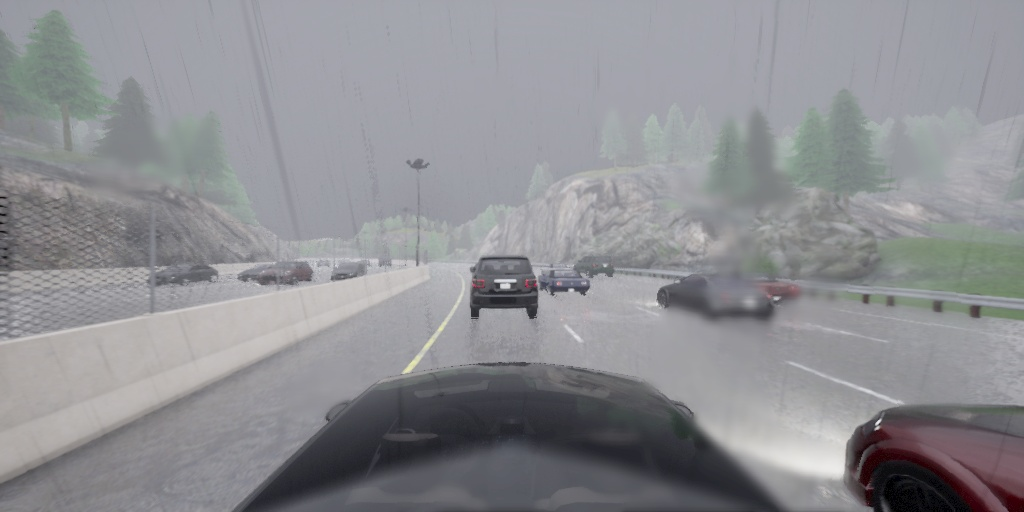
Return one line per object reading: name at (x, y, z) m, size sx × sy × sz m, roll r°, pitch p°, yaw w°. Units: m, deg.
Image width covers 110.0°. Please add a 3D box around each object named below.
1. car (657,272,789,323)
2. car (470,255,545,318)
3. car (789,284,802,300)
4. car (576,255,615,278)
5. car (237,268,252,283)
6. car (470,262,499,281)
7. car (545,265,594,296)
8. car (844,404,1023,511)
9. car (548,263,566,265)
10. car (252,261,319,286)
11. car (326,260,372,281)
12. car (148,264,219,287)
car at (6.674, 1.302, 12.209) m, size 1.994 × 1.385 × 4.181 m, roll 0°, pitch 0°, yaw -3°
car at (-0.362, 0.975, 13.127) m, size 2.150 × 2.045 × 5.566 m, roll 0°, pitch 0°, yaw -4°
car at (9.950, 1.332, 15.879) m, size 1.895 × 1.301 × 4.718 m, roll 0°, pitch 0°, yaw -4°
car at (7.710, 0.962, 33.942) m, size 2.150 × 2.045 × 5.566 m, roll 0°, pitch 0°, yaw -10°
car at (-20.091, 1.349, 29.442) m, size 2.033 × 1.411 × 5.357 m, roll 0°, pitch 0°, yaw -10°
car at (-2.549, 1.311, 31.774) m, size 2.033 × 1.411 × 5.357 m, roll 0°, pitch 0°, yaw -10°
car at (2.629, 1.349, 19.364) m, size 1.895 × 1.301 × 4.718 m, roll 0°, pitch 0°, yaw -6°
car at (3.511, 1.306, 0.958) m, size 1.994 × 1.385 × 4.181 m, roll 0°, pitch 0°, yaw 0°
car at (4.153, 1.350, 33.978) m, size 1.895 × 1.301 × 4.718 m, roll 0°, pitch 0°, yaw -10°
car at (-15.989, 1.144, 25.634) m, size 2.097 × 1.767 × 4.553 m, roll 0°, pitch 0°, yaw -9°
car at (-12.940, 1.291, 28.894) m, size 1.837 × 1.490 × 4.892 m, roll 0°, pitch 0°, yaw -9°
car at (-23.012, 1.312, 25.384) m, size 1.837 × 1.490 × 4.892 m, roll 0°, pitch 0°, yaw -9°
